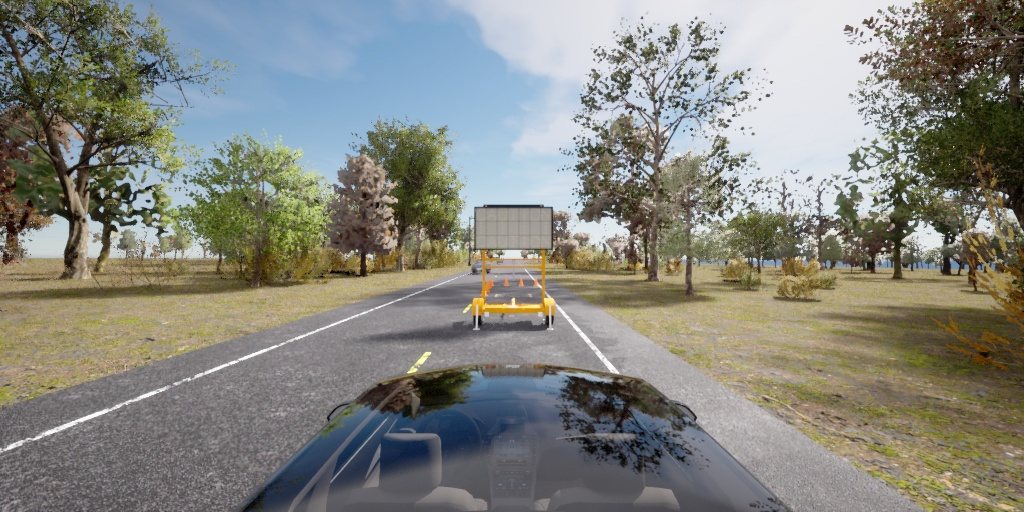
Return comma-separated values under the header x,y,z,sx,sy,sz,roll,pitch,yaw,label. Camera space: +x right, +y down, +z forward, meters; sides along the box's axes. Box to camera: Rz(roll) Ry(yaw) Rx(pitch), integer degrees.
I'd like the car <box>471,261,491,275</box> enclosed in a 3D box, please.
x,y,z,sx,sy,sz,roll,pitch,yaw,label
-3.416,1.285,39.989,2.128,1.511,4.902,0,0,0,car

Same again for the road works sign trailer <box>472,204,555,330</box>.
x,y,z,sx,sy,sz,roll,pitch,yaw,label
0.050,0.218,11.094,2.380,3.560,2.880,0,0,0,road works sign trailer
